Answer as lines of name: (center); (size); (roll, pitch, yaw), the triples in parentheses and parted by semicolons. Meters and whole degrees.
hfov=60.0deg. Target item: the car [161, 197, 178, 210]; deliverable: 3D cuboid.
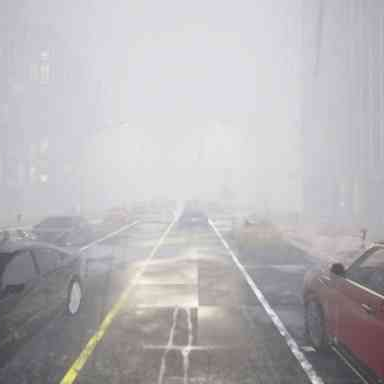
car: (-2.985, 1.852, 47.573); (1.837, 1.490, 4.892); (0, 0, 0)

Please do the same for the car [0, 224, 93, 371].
car: (-3.099, 1.511, 4.722); (1.882, 1.535, 5.008); (0, 0, 0)

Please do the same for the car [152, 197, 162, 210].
car: (-5.671, 1.862, 48.713); (1.887, 1.381, 4.507); (0, 0, 0)

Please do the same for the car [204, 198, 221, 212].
car: (2.707, 1.848, 43.005); (1.947, 1.339, 4.313); (0, 0, 0)

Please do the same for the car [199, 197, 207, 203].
car: (2.721, 2.047, 83.019); (1.752, 1.417, 4.829); (0, 0, 0)

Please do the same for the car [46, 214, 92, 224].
car: (-5.683, 1.666, 14.561); (1.947, 1.339, 4.313); (0, 0, 0)

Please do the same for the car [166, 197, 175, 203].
car: (-5.658, 2.119, 88.558); (1.947, 1.339, 4.313); (0, 0, 0)

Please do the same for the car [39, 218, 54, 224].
car: (-5.685, 1.612, 8.868); (2.008, 1.369, 4.403); (0, 0, 0)

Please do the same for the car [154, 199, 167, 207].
car: (-5.667, 1.969, 60.098); (1.802, 1.307, 4.206); (0, 0, 0)

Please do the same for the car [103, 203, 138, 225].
car: (-5.679, 1.756, 25.943); (1.802, 1.307, 4.206); (0, 0, 0)

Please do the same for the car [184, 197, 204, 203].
car: (0.115, 1.624, 41.425); (2.097, 1.767, 4.553); (0, 0, 0)

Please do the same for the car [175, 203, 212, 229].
car: (0.108, 1.720, 23.120); (1.994, 1.385, 4.181); (0, 0, 0)

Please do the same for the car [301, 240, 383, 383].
car: (2.695, 1.338, 3.163); (2.192, 1.841, 5.009); (0, 0, 0)

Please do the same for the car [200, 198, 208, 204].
car: (2.719, 2.070, 77.156); (1.802, 1.307, 4.206); (0, 0, 0)

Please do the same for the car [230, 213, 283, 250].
car: (2.698, 1.626, 14.715); (1.752, 1.417, 4.829); (0, 0, 0)

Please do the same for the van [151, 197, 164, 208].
van: (-5.668, 1.693, 54.407); (1.690, 1.788, 3.998); (0, 0, 0)

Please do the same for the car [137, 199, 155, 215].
car: (-5.675, 1.797, 37.329); (2.008, 1.369, 4.403); (0, 0, 0)

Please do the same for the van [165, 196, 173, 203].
van: (-5.658, 1.862, 82.867); (1.690, 1.788, 3.998); (0, 0, 0)
